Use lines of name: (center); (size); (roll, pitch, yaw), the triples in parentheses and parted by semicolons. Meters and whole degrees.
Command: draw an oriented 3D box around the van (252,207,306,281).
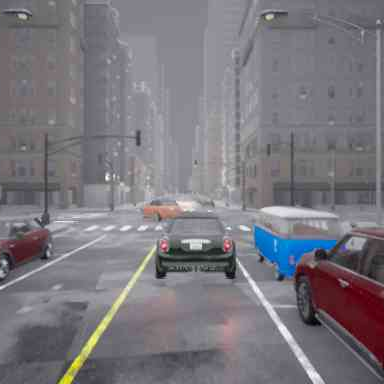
van: (2.858, 1.364, 9.626); (1.690, 1.788, 3.998); (0, 0, 0)

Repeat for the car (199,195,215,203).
car: (2.571, 1.590, 53.516); (1.967, 1.590, 4.097); (0, 0, -1)

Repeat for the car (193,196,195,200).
car: (1.948, 1.808, 81.779); (1.887, 1.381, 4.507); (0, 0, -1)

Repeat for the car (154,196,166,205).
car: (-6.201, 1.627, 64.644); (1.967, 1.590, 4.097); (0, 0, -1)

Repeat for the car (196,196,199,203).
car: (2.322, 1.770, 64.823); (1.802, 1.307, 4.206); (0, 0, -1)

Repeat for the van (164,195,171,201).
van: (-6.824, 1.671, 92.917); (1.690, 1.788, 3.998); (0, 0, -1)

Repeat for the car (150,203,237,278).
car: (0.099, 1.376, 10.385); (2.097, 1.767, 4.553); (0, 0, 0)

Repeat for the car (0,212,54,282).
car: (-5.668, 1.462, 9.620); (1.967, 1.590, 4.097); (0, 0, 0)

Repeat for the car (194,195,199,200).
car: (2.073, 1.814, 76.126); (1.802, 1.307, 4.206); (0, 0, -1)

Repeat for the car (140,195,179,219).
car: (-2.647, 1.411, 27.687); (2.097, 1.767, 4.553); (0, 0, -29)

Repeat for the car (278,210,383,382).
car: (2.858, 1.325, 4.103); (2.192, 1.841, 5.009); (0, 0, 0)
